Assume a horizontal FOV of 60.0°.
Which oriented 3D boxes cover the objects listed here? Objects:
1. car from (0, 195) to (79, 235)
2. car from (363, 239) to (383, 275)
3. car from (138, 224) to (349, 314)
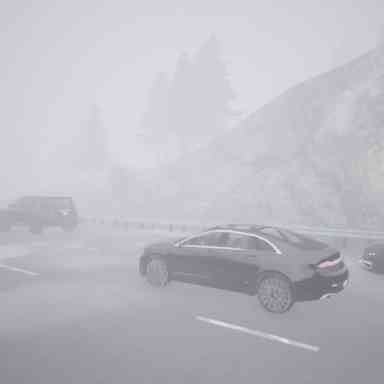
[{"bbox_3d":[-8.766,1.207,18.830,5.566,2.045,2.150,0,0,35],"label":"car"},{"bbox_3d":[6.722,1.503,7.765,4.892,1.490,1.837,0,0,36],"label":"car"},{"bbox_3d":[0.897,1.488,7.636,4.902,1.511,2.128,0,0,36],"label":"car"}]
